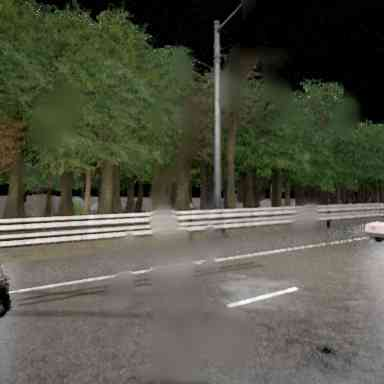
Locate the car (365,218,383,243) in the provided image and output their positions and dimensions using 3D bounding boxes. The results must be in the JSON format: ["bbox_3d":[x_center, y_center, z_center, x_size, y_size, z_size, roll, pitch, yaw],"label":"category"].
[{"bbox_3d":[9.693,1.537,14.469,4.718,1.301,1.895,0,0,-33],"label":"car"}]

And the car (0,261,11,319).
[{"bbox_3d":[-5.439,1.231,4.137,5.566,2.045,2.150,0,0,-36],"label":"car"}]
